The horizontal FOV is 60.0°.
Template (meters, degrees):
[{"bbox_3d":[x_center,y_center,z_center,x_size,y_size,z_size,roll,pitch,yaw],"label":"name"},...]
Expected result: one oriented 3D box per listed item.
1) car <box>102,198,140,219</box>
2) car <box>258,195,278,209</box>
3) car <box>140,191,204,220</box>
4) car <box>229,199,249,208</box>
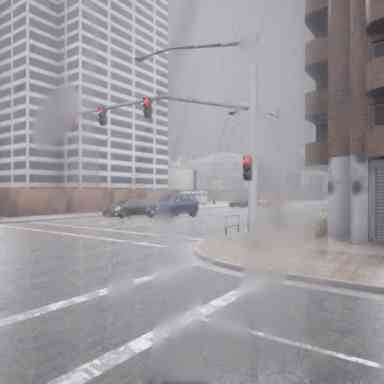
[{"bbox_3d":[-5.627,1.351,29.192,2.097,1.767,4.553,0,0,35],"label":"car"},{"bbox_3d":[10.132,1.349,45.247,2.097,1.767,4.553,0,0,35],"label":"car"},{"bbox_3d":[-1.582,1.213,28.865,2.150,2.045,5.566,0,1,35],"label":"car"},{"bbox_3d":[7.025,1.600,46.919,1.895,1.301,4.718,0,0,36],"label":"car"}]
